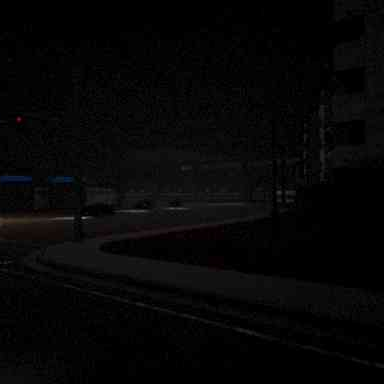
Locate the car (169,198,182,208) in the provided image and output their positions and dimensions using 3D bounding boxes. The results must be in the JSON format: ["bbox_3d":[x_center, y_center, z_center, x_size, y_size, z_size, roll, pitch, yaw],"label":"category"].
[{"bbox_3d":[-2.730,1.882,57.295,1.837,1.490,4.892,0,-1,4],"label":"car"}]

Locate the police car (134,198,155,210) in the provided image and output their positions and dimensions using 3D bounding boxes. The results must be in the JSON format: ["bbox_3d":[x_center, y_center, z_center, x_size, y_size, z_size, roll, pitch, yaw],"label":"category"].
[{"bbox_3d":[-7.154,1.796,50.516,1.930,1.638,5.238,-1,0,13],"label":"police car"}]

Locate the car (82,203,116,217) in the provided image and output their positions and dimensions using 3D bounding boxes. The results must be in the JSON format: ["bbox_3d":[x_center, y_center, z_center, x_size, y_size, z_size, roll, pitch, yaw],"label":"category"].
[{"bbox_3d":[-10.231,1.872,35.707,1.994,1.385,4.181,-1,0,33],"label":"car"}]
